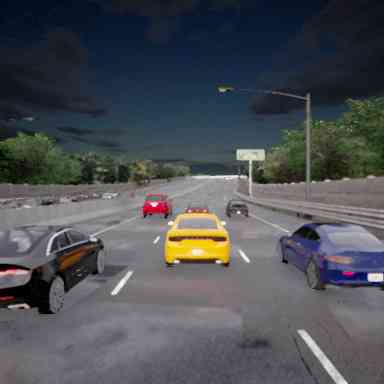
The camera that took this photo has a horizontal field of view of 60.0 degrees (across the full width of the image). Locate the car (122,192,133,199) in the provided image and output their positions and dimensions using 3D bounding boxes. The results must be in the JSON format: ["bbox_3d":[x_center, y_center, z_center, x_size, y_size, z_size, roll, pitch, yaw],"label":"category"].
[{"bbox_3d":[-14.898,0.810,77.903,2.097,1.767,4.553,0,1,4],"label":"car"}]

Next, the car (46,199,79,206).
[{"bbox_3d":[-13.514,1.478,35.854,1.812,1.442,4.674,0,0,2],"label":"car"}]

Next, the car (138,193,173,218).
[{"bbox_3d":[-2.996,1.189,29.663,2.150,2.045,5.566,0,0,1],"label":"car"}]

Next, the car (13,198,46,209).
[{"bbox_3d":[-16.990,1.440,36.599,2.128,1.511,4.902,0,0,2],"label":"car"}]

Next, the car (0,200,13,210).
[{"bbox_3d":[-20.539,1.548,35.250,1.895,1.301,4.718,0,0,2],"label":"car"}]

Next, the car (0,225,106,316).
[{"bbox_3d":[-3.359,1.482,7.488,2.128,1.511,4.902,0,0,0],"label":"car"}]

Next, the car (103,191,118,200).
[{"bbox_3d":[-18.535,0.709,75.879,2.150,2.045,5.566,0,1,4],"label":"car"}]

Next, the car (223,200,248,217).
[{"bbox_3d":[4.037,1.477,30.669,1.837,1.490,4.892,0,0,2],"label":"car"}]

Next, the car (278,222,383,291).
[{"bbox_3d":[3.651,1.519,8.871,1.812,1.442,4.674,0,0,0],"label":"car"}]

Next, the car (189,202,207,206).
[{"bbox_3d":[0.494,1.572,29.223,1.895,1.301,4.718,0,0,1],"label":"car"}]

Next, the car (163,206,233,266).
[{"bbox_3d":[0.177,1.466,11.481,1.882,1.535,5.008,0,0,1],"label":"car"}]

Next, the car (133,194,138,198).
[{"bbox_3d":[-11.496,0.956,76.283,1.837,1.490,4.892,0,1,4],"label":"car"}]
